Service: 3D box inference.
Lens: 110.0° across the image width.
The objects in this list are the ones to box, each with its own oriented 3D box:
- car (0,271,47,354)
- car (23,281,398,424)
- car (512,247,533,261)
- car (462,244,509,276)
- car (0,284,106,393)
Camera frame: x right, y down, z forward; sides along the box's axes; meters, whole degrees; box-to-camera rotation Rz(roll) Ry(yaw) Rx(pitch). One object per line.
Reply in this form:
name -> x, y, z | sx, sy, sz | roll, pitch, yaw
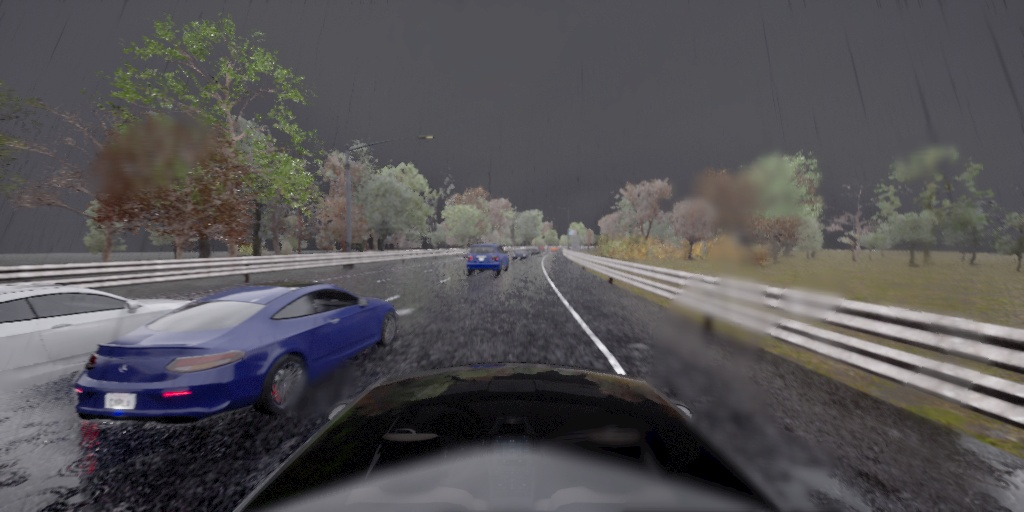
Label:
car -> -10.561, 1.134, 4.894 | 1.837, 1.490, 4.892 | 0, 2, 5
car -> -3.461, 1.119, 5.641 | 1.812, 1.442, 4.674 | 0, 2, 5
car -> 1.207, -0.099, 46.056 | 1.895, 1.301, 4.718 | 0, 2, 8
car -> -1.556, 0.210, 24.503 | 2.150, 2.045, 5.566 | 0, 2, 7
car -> -7.008, 1.136, 5.265 | 1.812, 1.442, 4.674 | 0, 2, 5
